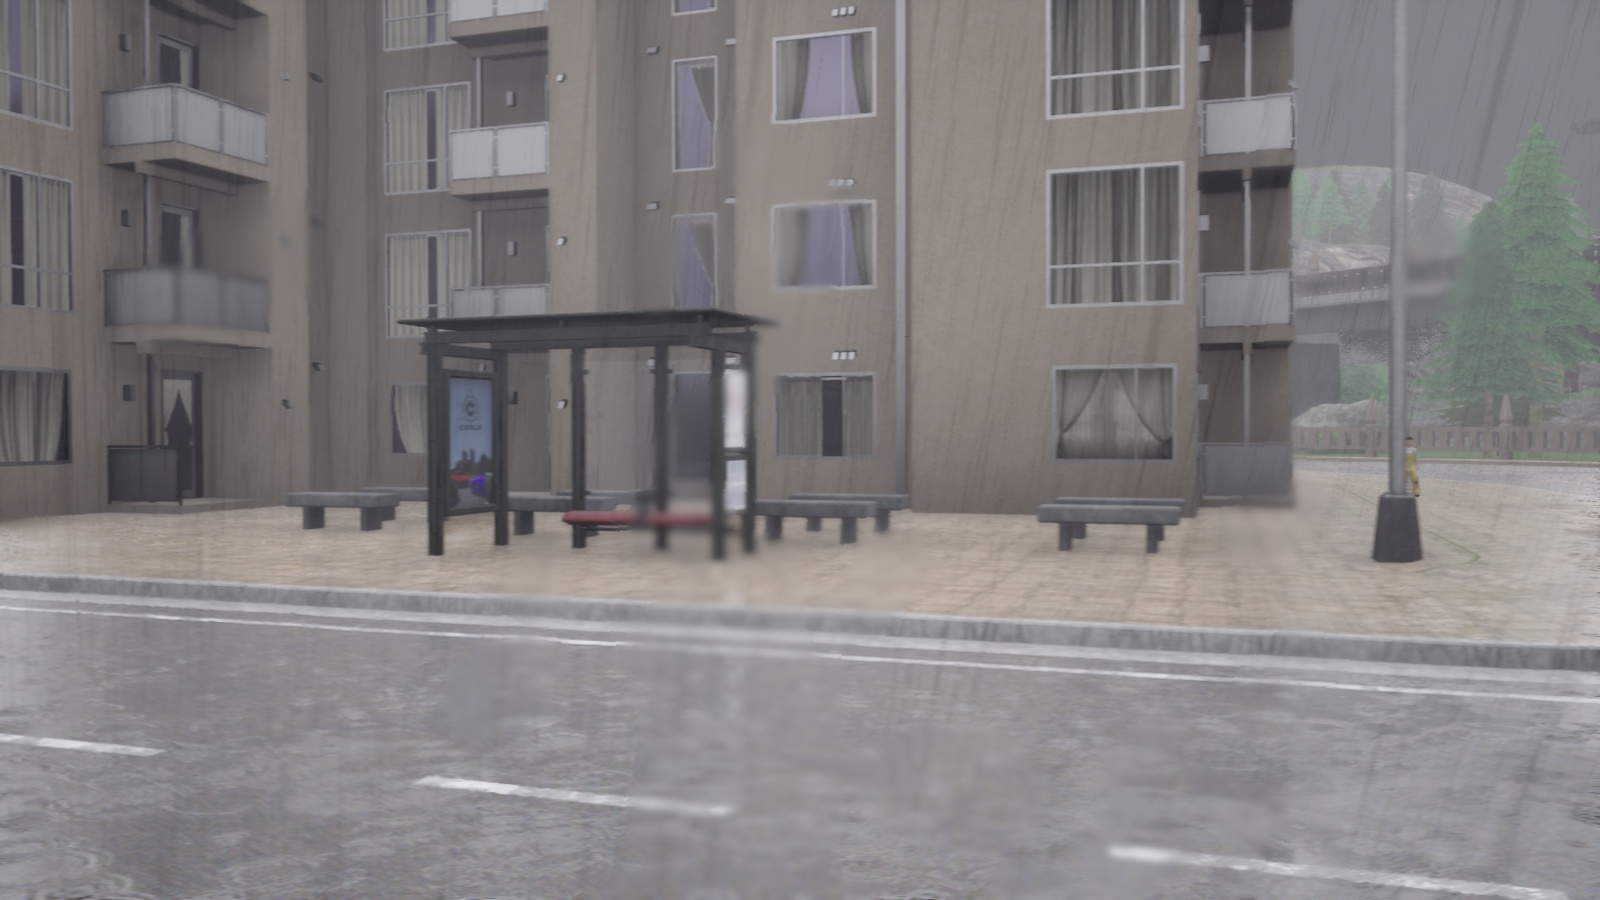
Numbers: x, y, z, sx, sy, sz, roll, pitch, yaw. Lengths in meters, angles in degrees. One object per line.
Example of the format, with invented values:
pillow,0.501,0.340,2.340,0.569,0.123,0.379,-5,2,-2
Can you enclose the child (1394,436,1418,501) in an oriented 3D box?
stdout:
child,11.951,0.358,24.759,0.270,1.263,0.437,0,1,4
